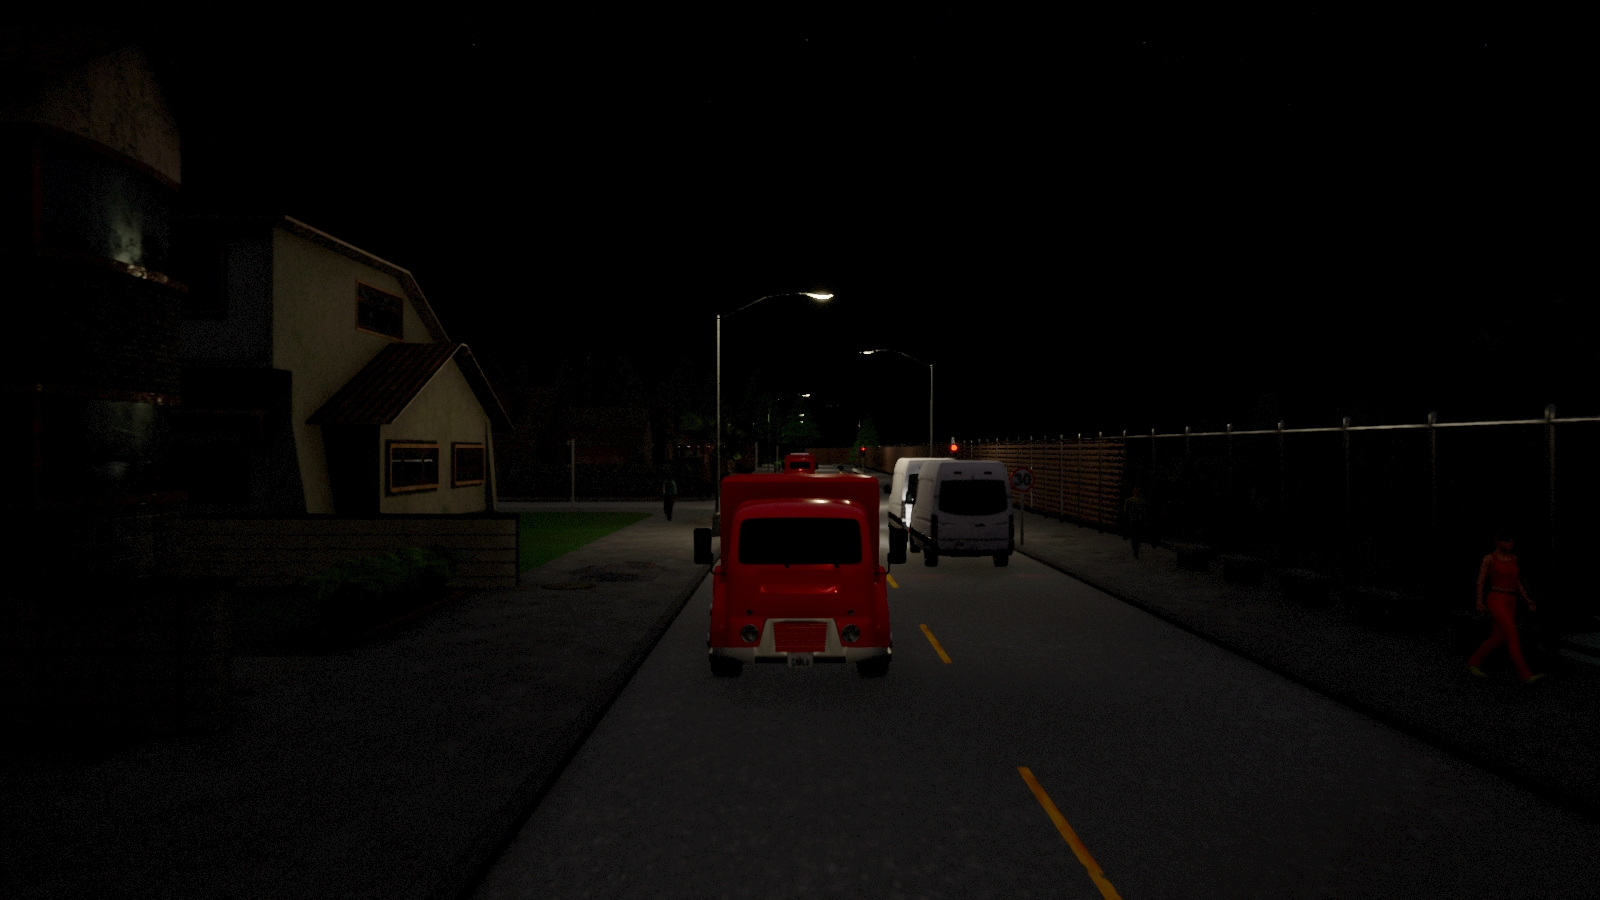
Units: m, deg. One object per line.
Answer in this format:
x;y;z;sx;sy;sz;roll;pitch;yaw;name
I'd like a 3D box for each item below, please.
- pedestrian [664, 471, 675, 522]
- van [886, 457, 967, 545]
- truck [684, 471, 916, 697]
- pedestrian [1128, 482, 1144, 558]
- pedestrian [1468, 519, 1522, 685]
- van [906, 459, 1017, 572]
-4.870;1.736;42.683;0.375;1.860;0.375;0;0;-4;pedestrian
3.992;1.533;37.040;1.988;2.561;5.915;0;0;0;van
-0.006;1.566;15.572;2.627;2.467;5.204;0;0;0;truck
8.394;1.745;28.525;0.375;1.860;0.375;0;0;14;pedestrian
8.041;1.744;13.221;0.375;1.860;0.375;0;0;-16;pedestrian
3.993;1.533;29.283;1.988;2.561;5.915;0;0;0;van
